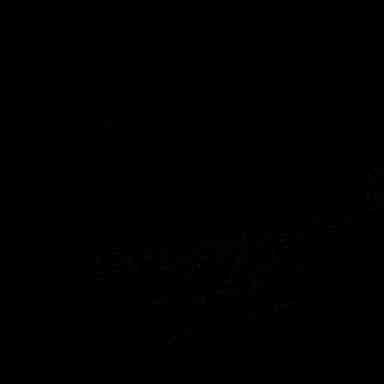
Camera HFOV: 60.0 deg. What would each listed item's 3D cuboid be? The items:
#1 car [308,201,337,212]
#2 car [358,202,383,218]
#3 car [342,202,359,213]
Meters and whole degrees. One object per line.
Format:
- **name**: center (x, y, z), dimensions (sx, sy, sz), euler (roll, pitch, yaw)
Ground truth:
- **car**: center (15.957, 1.799, 42.462), dimensions (1.752, 1.417, 4.829), euler (0, 0, -36)
- **car**: center (17.908, 1.710, 29.640), dimensions (1.895, 1.301, 4.718), euler (1, -1, -37)
- **car**: center (19.350, 1.761, 37.765), dimensions (1.887, 1.381, 4.507), euler (0, 0, -36)
